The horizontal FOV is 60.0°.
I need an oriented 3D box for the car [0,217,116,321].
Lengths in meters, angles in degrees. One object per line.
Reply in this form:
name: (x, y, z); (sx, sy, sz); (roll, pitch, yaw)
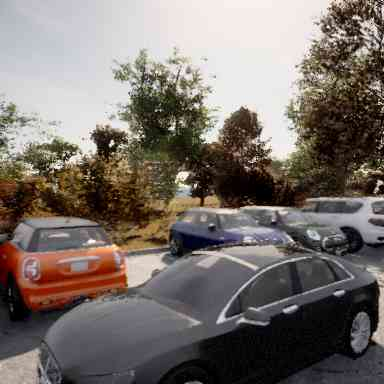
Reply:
car: (-3.248, 1.355, 7.704); (2.185, 1.767, 4.553); (0, 0, -35)

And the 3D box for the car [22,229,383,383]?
car: (0.634, 1.509, 4.430); (4.892, 1.490, 1.837); (1, 0, -35)

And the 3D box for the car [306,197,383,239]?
car: (5.788, 1.236, 14.220); (2.435, 2.045, 5.566); (0, 0, -35)

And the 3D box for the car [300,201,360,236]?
car: (3.417, 1.360, 12.532); (2.185, 1.767, 4.553); (0, 0, -35)

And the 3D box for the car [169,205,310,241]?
car: (1.149, 1.359, 10.916); (2.185, 1.767, 4.553); (0, 0, -35)
